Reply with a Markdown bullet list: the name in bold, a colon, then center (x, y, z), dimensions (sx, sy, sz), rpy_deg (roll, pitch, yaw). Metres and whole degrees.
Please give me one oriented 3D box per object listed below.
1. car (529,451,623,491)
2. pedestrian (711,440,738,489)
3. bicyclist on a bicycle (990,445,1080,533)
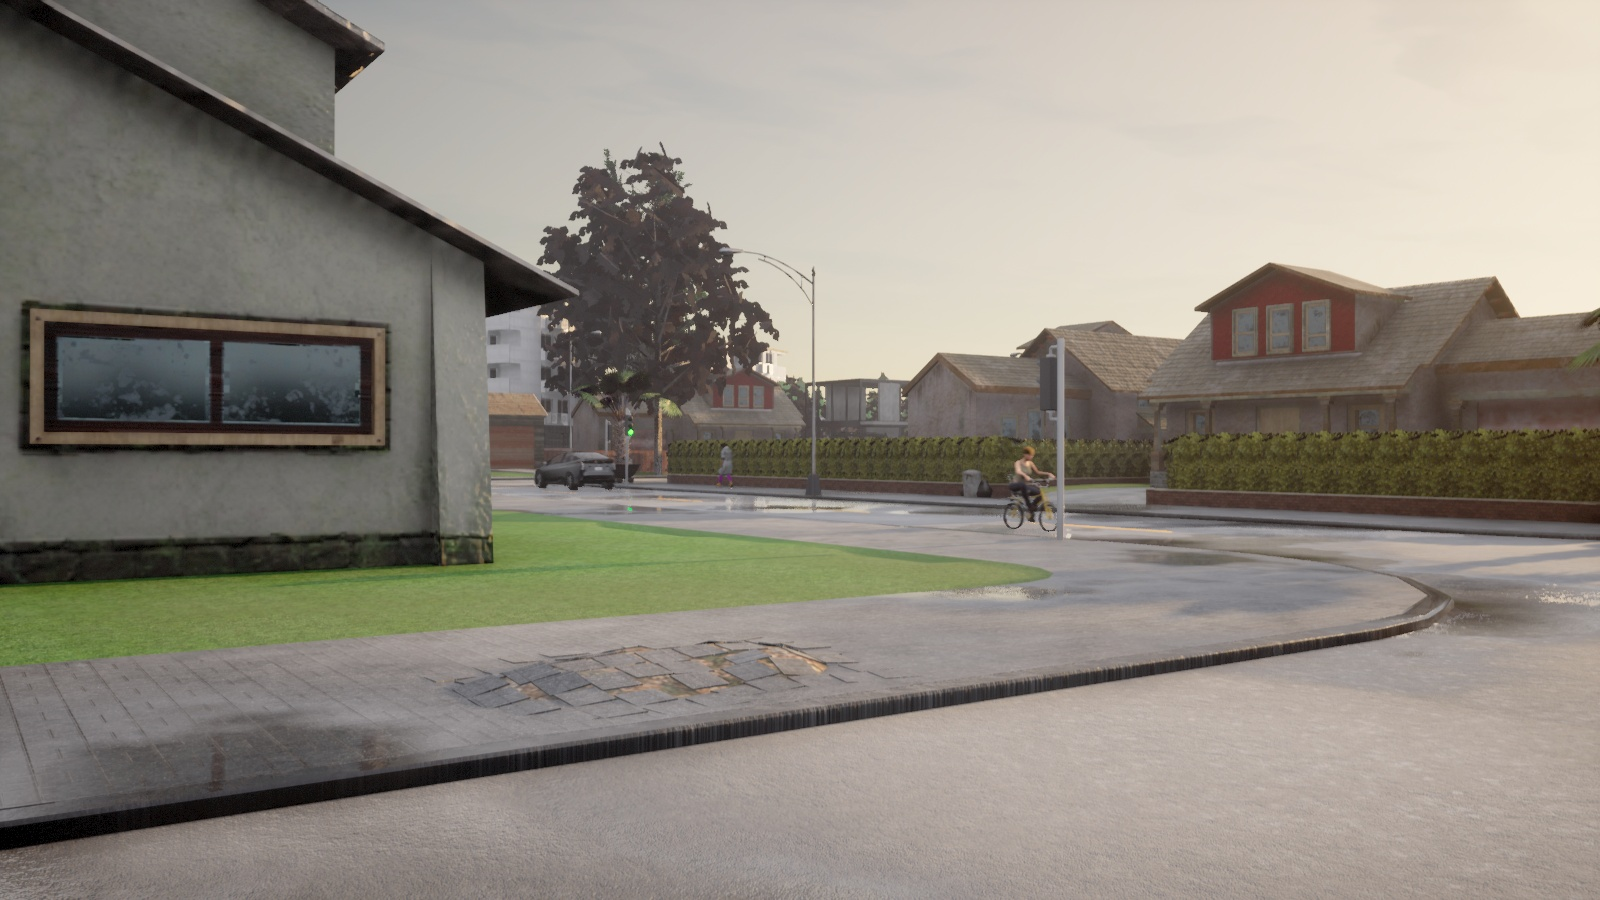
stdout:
- **car**: center (-9.040, 0.825, 50.358), dimensions (2.007, 1.525, 4.514), rpy_deg (0, 0, -35)
- **pedestrian**: center (-3.039, 0.574, 50.486), dimensions (0.659, 1.952, 0.873), rpy_deg (0, 0, -41)
- **bicyclist on a bicycle**: center (4.464, 0.723, 23.908), dimensions (0.866, 1.612, 1.509), rpy_deg (0, 0, -35)
